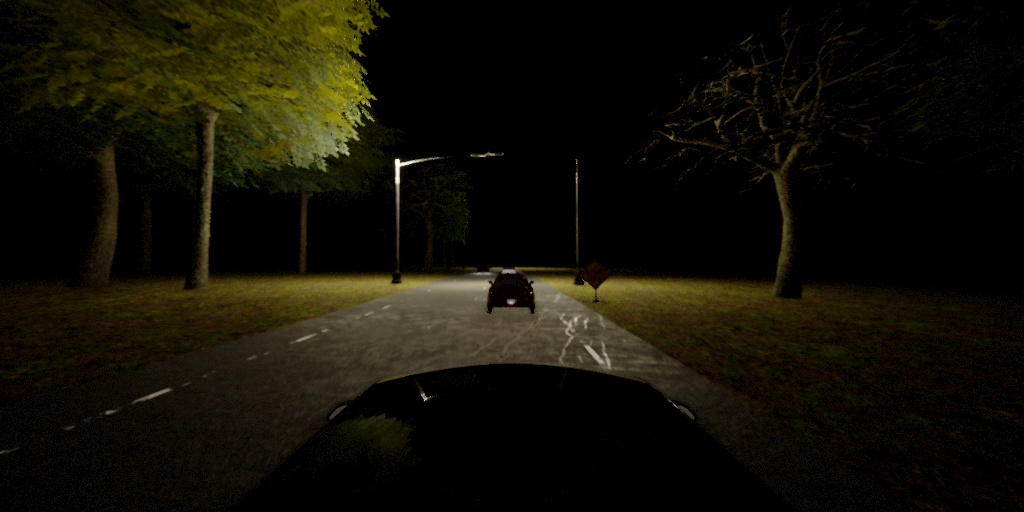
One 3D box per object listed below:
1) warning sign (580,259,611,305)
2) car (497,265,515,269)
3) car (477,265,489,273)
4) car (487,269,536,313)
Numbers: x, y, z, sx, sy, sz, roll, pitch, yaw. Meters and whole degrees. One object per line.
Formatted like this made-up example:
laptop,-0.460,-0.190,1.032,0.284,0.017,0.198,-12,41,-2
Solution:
warning sign,3.479,1.038,14.831,1.300,1.860,1.060,0,0,-1
car,-0.262,1.681,29.567,1.994,1.385,4.181,0,-1,-1
car,-4.793,2.105,59.652,1.895,1.301,4.718,0,-1,-2
car,-0.030,1.449,14.897,1.812,1.442,4.674,0,-1,0
